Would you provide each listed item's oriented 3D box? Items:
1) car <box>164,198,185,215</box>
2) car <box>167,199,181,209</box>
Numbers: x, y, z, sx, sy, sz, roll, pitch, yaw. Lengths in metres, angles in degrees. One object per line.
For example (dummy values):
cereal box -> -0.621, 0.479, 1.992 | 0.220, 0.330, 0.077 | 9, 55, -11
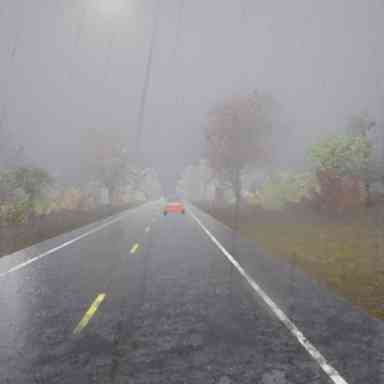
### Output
car -> -1.890, 1.410, 35.252 | 2.097, 1.767, 4.553 | -2, 0, -3
car -> -2.574, 1.699, 47.867 | 1.895, 1.301, 4.718 | -2, 0, -3
